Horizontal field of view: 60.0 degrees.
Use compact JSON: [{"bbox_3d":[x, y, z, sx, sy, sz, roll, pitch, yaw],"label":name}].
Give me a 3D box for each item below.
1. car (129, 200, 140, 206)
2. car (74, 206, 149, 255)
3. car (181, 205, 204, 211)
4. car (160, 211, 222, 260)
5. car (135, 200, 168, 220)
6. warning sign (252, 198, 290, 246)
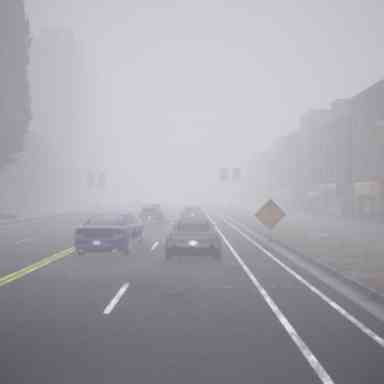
[{"bbox_3d":[-9.775,2.014,58.131,1.994,1.385,4.181,0,-1,1],"label":"car"},{"bbox_3d":[-3.190,1.567,13.680,1.882,1.535,5.008,0,0,0],"label":"car"},{"bbox_3d":[0.058,1.751,27.699,1.994,1.385,4.181,0,0,1],"label":"car"},{"bbox_3d":[0.055,1.648,12.862,1.994,1.385,4.181,0,0,0],"label":"car"},{"bbox_3d":[-3.194,1.691,27.556,1.837,1.490,4.892,0,0,1],"label":"car"},{"bbox_3d":[3.226,1.205,13.756,1.300,1.860,1.060,0,-1,0],"label":"warning sign"}]
